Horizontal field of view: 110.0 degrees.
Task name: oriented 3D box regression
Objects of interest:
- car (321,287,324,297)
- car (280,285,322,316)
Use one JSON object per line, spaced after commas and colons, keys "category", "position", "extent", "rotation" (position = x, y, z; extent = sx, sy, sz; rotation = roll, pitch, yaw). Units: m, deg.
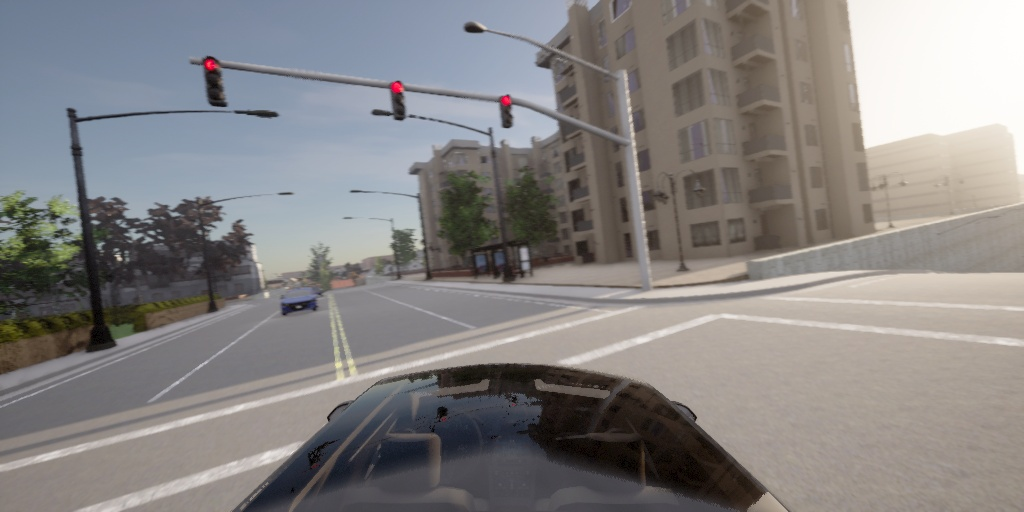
{"category": "car", "position": [-21.937, 3.955, 39.473], "extent": [1.994, 1.385, 4.181], "rotation": [-7, 0, -27]}
{"category": "car", "position": [-13.835, 2.881, 23.497], "extent": [1.882, 1.535, 5.008], "rotation": [-7, 0, -27]}
